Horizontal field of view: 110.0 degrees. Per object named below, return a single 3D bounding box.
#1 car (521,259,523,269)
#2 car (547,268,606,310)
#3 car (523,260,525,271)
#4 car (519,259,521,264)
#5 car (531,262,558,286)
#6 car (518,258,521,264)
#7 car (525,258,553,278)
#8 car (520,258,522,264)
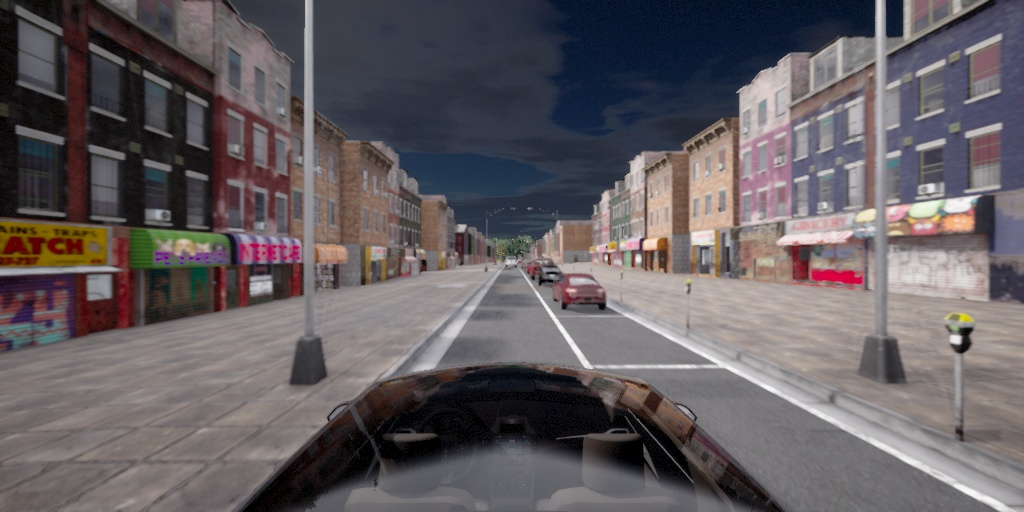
[{"bbox_3d":[2.558,1.408,47.291,1.948,1.339,4.313,0,0,0],"label":"car"},{"bbox_3d":[2.617,1.338,14.492,1.802,1.307,4.207,0,0,0],"label":"car"},{"bbox_3d":[2.568,1.367,41.825,1.888,1.381,4.507,0,0,0],"label":"car"},{"bbox_3d":[2.538,1.472,58.225,1.802,1.307,4.207,0,0,0],"label":"car"},{"bbox_3d":[2.598,1.340,25.425,1.948,1.339,4.313,0,0,0],"label":"car"},{"bbox_3d":[2.528,1.356,63.691,1.967,1.591,4.097,0,0,0],"label":"car"},{"bbox_3d":[2.588,1.102,30.891,2.192,1.841,5.009,0,0,0],"label":"car"},{"bbox_3d":[2.548,1.391,52.928,1.751,1.417,4.829,0,0,0],"label":"car"}]
